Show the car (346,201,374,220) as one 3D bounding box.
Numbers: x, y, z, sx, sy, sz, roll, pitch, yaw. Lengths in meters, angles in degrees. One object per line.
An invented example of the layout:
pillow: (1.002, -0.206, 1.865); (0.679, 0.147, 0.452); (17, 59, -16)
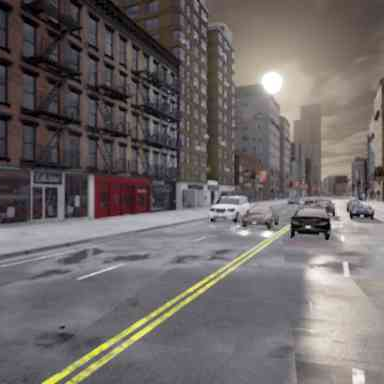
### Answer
car: (15.343, 1.755, 30.281); (1.895, 1.301, 4.718); (0, 0, 24)

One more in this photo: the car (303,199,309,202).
car: (21.378, 1.904, 60.523); (1.895, 1.301, 4.718); (0, 0, 24)

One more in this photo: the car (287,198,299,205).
car: (19.859, 1.883, 65.077); (1.994, 1.385, 4.181); (0, 0, 24)

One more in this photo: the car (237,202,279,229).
car: (4.784, 1.642, 22.758); (1.812, 1.442, 4.674); (0, 0, 24)

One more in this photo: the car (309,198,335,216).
car: (13.720, 1.526, 34.571); (2.097, 1.767, 4.553); (0, 0, 24)

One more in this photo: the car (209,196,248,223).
car: (3.188, 1.359, 27.220); (2.150, 2.045, 5.566); (0, 0, 24)

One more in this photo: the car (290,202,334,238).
car: (6.639, 1.573, 18.391); (1.882, 1.535, 5.008); (0, 0, 24)
